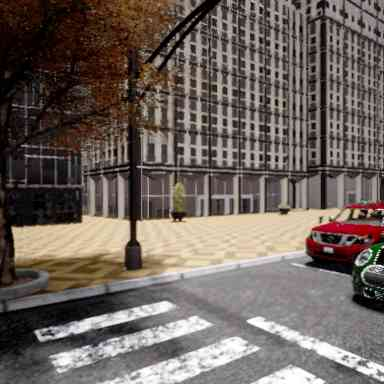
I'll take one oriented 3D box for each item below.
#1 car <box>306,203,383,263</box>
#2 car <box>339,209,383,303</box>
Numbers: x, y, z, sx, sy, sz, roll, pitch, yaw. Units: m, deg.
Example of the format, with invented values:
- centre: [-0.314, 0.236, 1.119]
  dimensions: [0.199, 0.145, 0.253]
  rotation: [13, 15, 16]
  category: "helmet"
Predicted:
- centre: [5.853, 1.296, 10.739]
  dimensions: [5.009, 1.841, 2.192]
  rotation: [0, 0, -36]
  category: "car"
- centre: [5.493, 1.337, 7.263]
  dimensions: [4.553, 1.767, 2.097]
  rotation: [0, 0, -36]
  category: "car"
